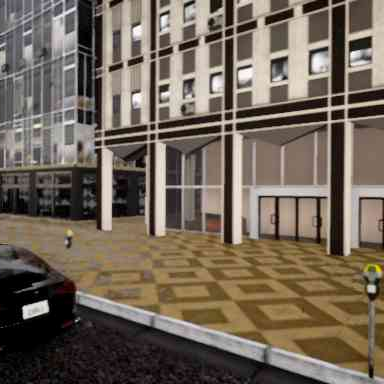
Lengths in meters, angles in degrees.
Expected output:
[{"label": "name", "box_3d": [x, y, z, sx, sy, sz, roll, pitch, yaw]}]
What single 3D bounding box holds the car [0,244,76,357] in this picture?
[{"label": "car", "box_3d": [-3.711, 1.550, 5.517, 4.313, 1.339, 1.947, 0, 0, 35]}]
